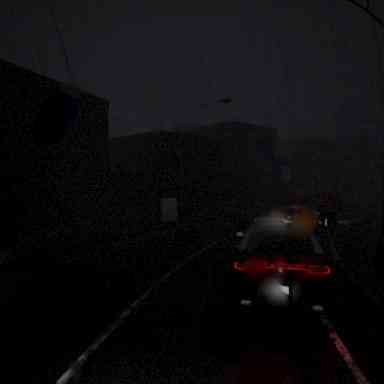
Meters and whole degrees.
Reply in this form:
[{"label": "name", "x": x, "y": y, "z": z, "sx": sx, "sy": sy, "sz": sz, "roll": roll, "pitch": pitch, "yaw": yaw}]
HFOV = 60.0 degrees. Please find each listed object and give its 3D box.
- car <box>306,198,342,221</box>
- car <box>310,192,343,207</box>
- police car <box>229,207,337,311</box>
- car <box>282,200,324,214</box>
[{"label": "car", "x": 8.032, "y": 1.409, "z": 21.449, "sx": 1.837, "sy": 1.490, "sz": 4.892, "roll": 1, "pitch": 1, "yaw": 34}, {"label": "car", "x": 13.821, "y": 1.041, "z": 34.781, "sx": 5.566, "sy": 2.045, "sz": 2.150, "roll": 0, "pitch": 1, "yaw": -44}, {"label": "police car", "x": 2.048, "y": 1.381, "z": 7.949, "sx": 1.930, "sy": 1.638, "sz": 5.238, "roll": 0, "pitch": 0, "yaw": 13}, {"label": "car", "x": 5.188, "y": 1.394, "z": 16.619, "sx": 1.882, "sy": 1.535, "sz": 5.008, "roll": 1, "pitch": 0, "yaw": 26}]
